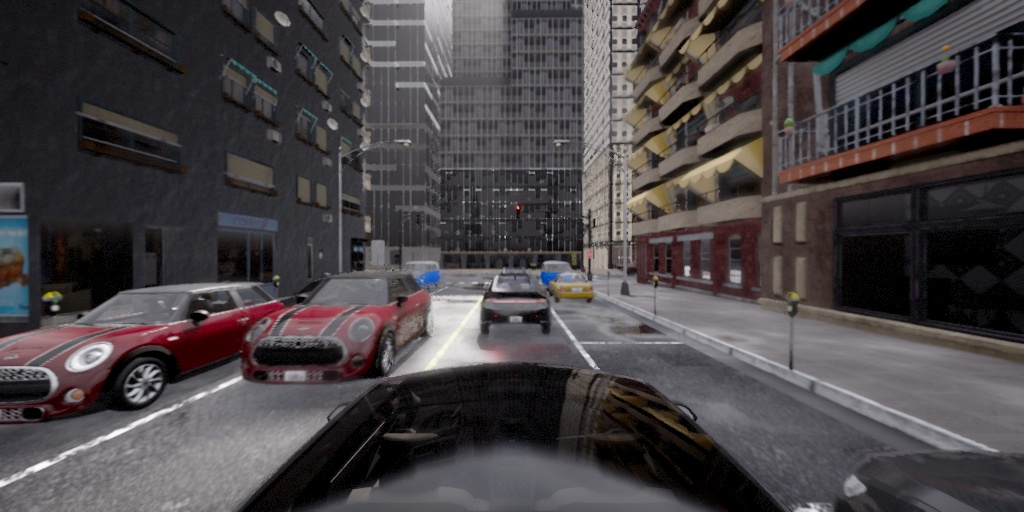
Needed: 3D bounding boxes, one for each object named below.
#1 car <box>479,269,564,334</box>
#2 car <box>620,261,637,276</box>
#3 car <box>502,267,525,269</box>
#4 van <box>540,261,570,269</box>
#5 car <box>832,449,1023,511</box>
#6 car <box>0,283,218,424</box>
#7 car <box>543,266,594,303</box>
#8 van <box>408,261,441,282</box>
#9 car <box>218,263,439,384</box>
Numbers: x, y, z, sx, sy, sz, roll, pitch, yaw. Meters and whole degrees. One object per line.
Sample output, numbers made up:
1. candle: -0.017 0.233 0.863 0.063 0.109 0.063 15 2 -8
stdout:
1. car: 0.100 1.297 10.835 2.128 1.511 4.902 0 -1 0
2. car: 15.310 1.349 41.967 5.009 1.841 2.192 0 0 0
3. car: 0.101 1.363 21.137 2.128 1.511 4.902 0 0 0
4. van: 2.728 1.222 22.653 1.690 1.789 3.998 0 0 0
5. car: 2.684 1.291 0.247 2.007 1.370 4.403 0 0 0
6. car: -5.686 1.216 5.893 1.967 1.591 4.097 0 0 0
7. car: 2.717 1.372 17.222 1.751 1.417 4.829 0 0 0
8. van: -5.653 1.223 22.698 1.690 1.789 3.998 0 0 0
9. car: -3.088 1.137 7.370 2.097 1.767 4.553 0 0 0
